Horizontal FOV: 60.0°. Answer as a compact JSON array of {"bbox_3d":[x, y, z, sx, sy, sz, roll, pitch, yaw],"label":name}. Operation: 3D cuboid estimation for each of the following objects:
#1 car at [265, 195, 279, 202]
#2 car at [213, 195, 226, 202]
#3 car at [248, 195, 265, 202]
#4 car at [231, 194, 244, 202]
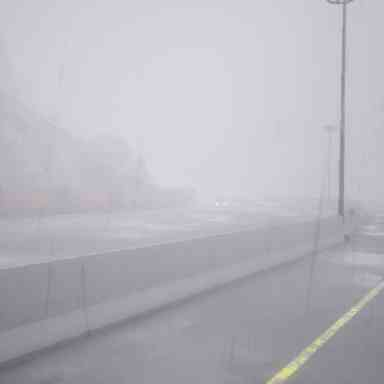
[{"bbox_3d":[15.892,1.317,66.692,1.812,1.442,4.674,1,0,-5],"label":"car"},{"bbox_3d":[5.430,1.254,65.945,1.895,1.301,4.718,1,0,-5],"label":"car"},{"bbox_3d":[12.409,1.272,66.347,1.812,1.442,4.674,1,0,-5],"label":"car"},{"bbox_3d":[8.930,1.180,65.916,1.882,1.535,5.008,1,0,-5],"label":"car"}]
